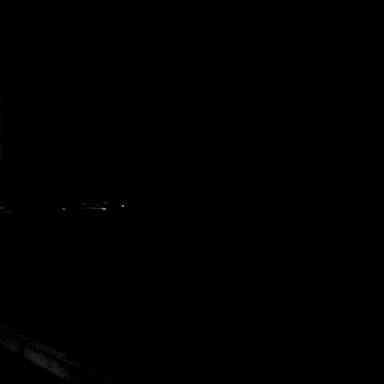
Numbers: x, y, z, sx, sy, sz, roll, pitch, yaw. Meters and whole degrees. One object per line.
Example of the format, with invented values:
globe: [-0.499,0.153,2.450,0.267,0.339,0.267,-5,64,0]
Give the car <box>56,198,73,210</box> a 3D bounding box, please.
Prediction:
car: [-17.839,1.542,40.508,2.033,1.411,5.357,0,0,39]

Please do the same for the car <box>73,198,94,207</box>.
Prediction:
car: [-16.404,1.511,47.878,2.033,1.411,5.357,0,0,39]

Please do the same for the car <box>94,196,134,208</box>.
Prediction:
car: [-11.300,1.438,48.632,1.837,1.490,4.892,0,1,39]

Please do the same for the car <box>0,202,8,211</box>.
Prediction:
car: [-22.204,1.562,40.674,1.994,1.385,4.181,0,0,38]

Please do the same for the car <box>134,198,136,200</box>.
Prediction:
car: [-10.145,1.425,55.654,1.994,1.385,4.181,0,1,38]
